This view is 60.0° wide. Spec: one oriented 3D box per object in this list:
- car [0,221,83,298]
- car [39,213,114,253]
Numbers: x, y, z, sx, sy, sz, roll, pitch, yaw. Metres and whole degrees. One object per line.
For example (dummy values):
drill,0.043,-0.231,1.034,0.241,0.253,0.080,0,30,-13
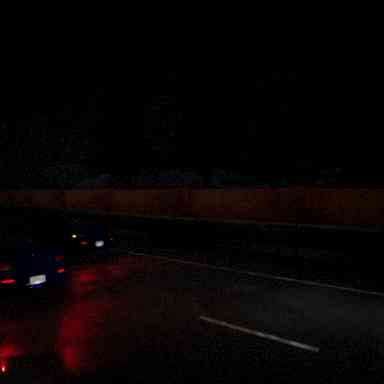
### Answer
car,-4.760,1.521,7.855,4.674,1.442,1.812,0,0,39
car,-4.801,1.524,12.439,4.674,1.442,1.812,0,0,40
